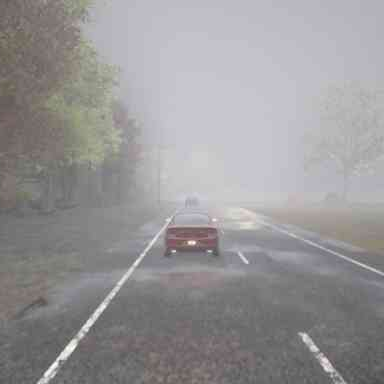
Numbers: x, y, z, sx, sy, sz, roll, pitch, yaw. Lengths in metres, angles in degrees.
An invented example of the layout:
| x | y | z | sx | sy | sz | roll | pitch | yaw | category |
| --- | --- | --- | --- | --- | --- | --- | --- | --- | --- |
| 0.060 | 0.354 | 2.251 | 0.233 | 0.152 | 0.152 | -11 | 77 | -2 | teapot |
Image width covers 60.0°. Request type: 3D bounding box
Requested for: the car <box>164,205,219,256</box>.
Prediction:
| x | y | z | sx | sy | sz | roll | pitch | yaw | category |
| --- | --- | --- | --- | --- | --- | --- | --- | --- | --- |
| -0.005 | 1.480 | 13.155 | 1.882 | 1.535 | 5.008 | 0 | 0 | 0 | car |

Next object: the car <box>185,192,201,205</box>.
| x | y | z | sx | sy | sz | roll | pitch | yaw | category |
| --- | --- | --- | --- | --- | --- | --- | --- | --- | --- |
| -0.023 | 1.342 | 54.517 | 2.097 | 1.767 | 4.553 | 0 | 0 | 0 | car |
